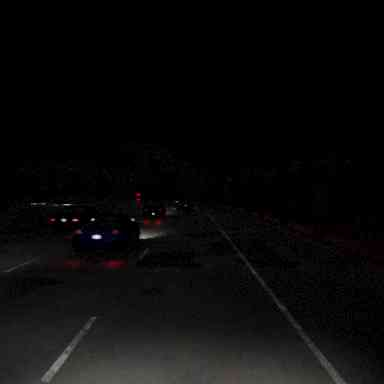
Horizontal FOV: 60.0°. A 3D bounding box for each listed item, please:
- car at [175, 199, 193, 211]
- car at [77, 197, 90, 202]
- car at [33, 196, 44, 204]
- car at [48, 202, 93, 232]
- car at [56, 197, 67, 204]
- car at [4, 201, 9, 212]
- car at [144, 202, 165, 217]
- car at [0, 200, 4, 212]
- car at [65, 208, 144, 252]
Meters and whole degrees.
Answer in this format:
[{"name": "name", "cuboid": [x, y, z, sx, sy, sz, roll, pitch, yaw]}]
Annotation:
[{"name": "car", "cuboid": [-1.043, 1.636, 42.889, 1.994, 1.385, 4.181, 0, 0, -8]}, {"name": "car", "cuboid": [-19.127, 1.663, 58.694, 1.837, 1.490, 4.892, 0, 0, -18]}, {"name": "car", "cuboid": [-34.464, 1.658, 74.635, 2.097, 1.767, 4.553, 0, 0, -30]}, {"name": "car", "cuboid": [-6.896, 1.568, 20.405, 2.033, 1.411, 5.357, 0, 0, 0]}, {"name": "car", "cuboid": [-26.399, 1.704, 67.348, 1.882, 1.535, 5.008, 0, 0, -24]}, {"name": "car", "cuboid": [-21.524, 1.552, 35.735, 2.128, 1.511, 4.902, 0, 0, -5]}, {"name": "car", "cuboid": [-3.529, 1.644, 31.778, 1.895, 1.301, 4.718, 0, 0, -2]}, {"name": "car", "cuboid": [-17.677, 1.597, 27.103, 1.994, 1.385, 4.181, 0, 0, -1]}, {"name": "car", "cuboid": [-3.398, 1.574, 13.867, 1.994, 1.385, 4.181, 0, 0, 0]}]
